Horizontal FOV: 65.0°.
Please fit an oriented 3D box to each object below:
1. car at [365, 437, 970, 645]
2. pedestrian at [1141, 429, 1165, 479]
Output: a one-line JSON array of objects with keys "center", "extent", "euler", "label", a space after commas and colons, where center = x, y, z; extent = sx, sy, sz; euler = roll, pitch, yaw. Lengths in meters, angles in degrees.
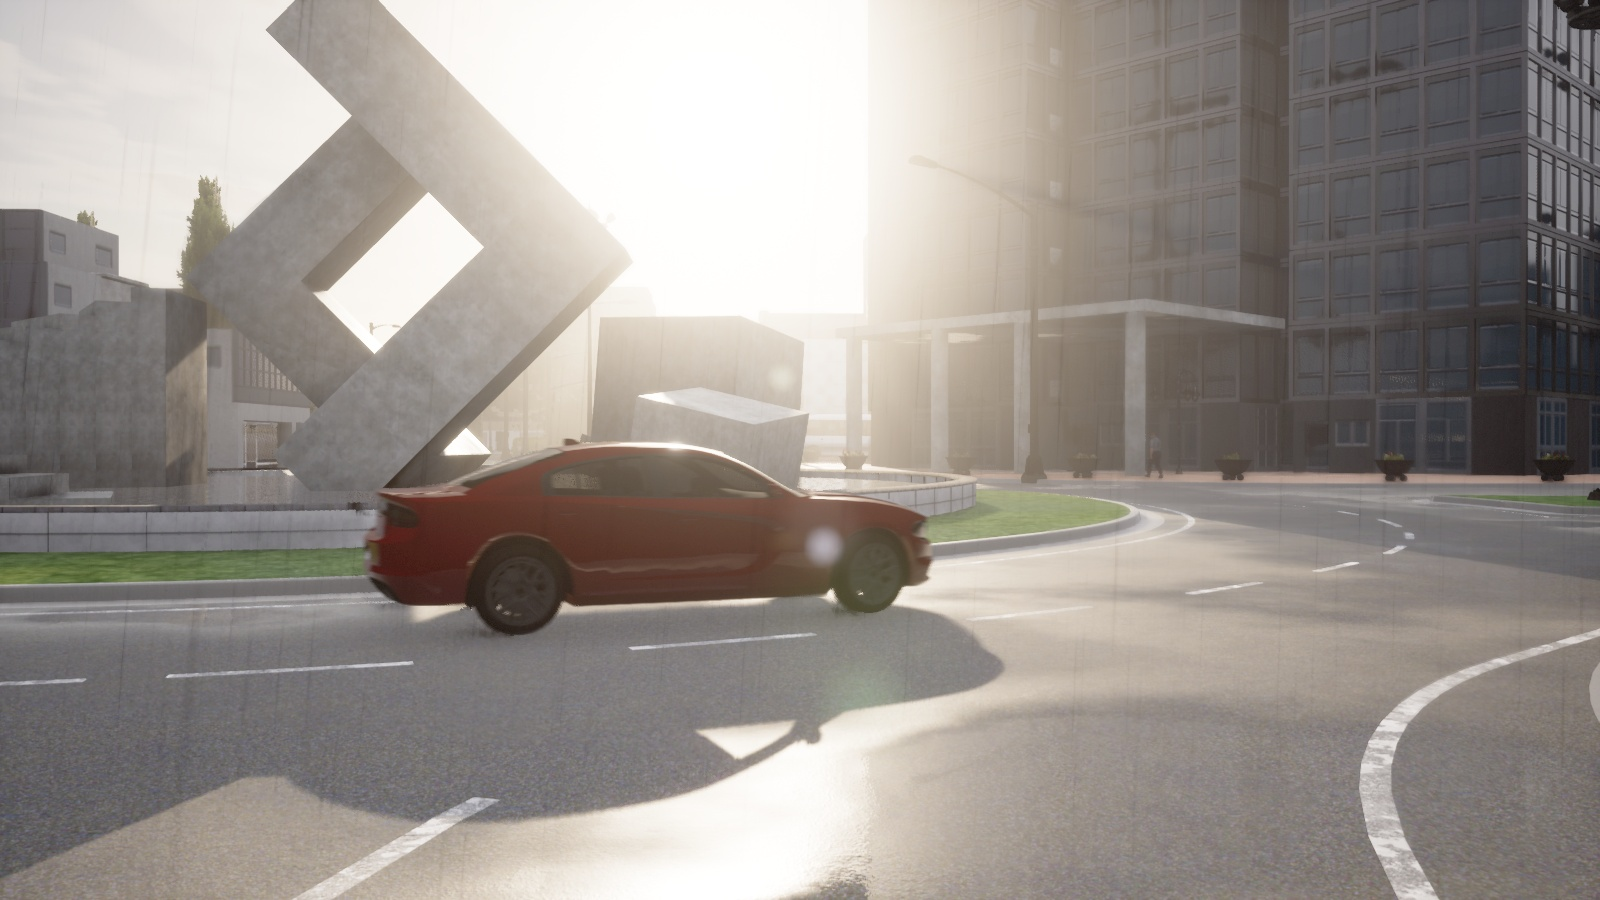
[{"center": [-1.141, 0.663, 11.148], "extent": [5.008, 1.535, 1.882], "euler": [0, 0, -24], "label": "car"}, {"center": [13.167, 0.159, 46.842], "extent": [0.540, 1.848, 0.694], "euler": [0, 0, -22], "label": "pedestrian"}]
